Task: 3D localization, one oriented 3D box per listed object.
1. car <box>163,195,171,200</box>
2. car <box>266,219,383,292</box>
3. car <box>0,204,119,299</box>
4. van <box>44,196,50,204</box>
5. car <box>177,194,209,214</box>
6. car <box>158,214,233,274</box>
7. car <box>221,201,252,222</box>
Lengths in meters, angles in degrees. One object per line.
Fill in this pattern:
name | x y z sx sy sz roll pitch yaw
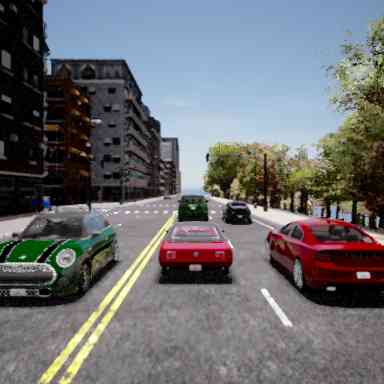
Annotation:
car | -6.496 1.480 87.085 1.895 1.301 4.718 0 0 0
car | 3.339 1.460 8.936 1.882 1.535 5.008 0 0 0
car | -3.350 1.334 8.644 2.097 1.767 4.553 0 0 0
van | -22.728 1.523 48.702 3.998 1.788 1.690 -1 1 -1
car | 0.087 1.177 25.022 2.150 2.045 5.566 0 0 0
car | 0.094 1.581 10.446 1.895 1.301 4.718 0 0 0
car | 3.344 1.460 25.427 1.837 1.490 4.892 0 0 0
